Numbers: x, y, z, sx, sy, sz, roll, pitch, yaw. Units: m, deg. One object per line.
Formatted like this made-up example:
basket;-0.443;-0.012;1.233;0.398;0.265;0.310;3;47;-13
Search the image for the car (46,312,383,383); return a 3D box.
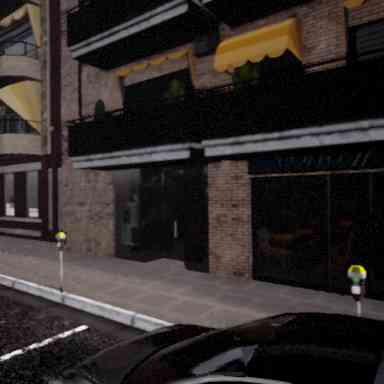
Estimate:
car;0.756;1.569;2.193;4.313;1.339;1.947;0;-1;36
